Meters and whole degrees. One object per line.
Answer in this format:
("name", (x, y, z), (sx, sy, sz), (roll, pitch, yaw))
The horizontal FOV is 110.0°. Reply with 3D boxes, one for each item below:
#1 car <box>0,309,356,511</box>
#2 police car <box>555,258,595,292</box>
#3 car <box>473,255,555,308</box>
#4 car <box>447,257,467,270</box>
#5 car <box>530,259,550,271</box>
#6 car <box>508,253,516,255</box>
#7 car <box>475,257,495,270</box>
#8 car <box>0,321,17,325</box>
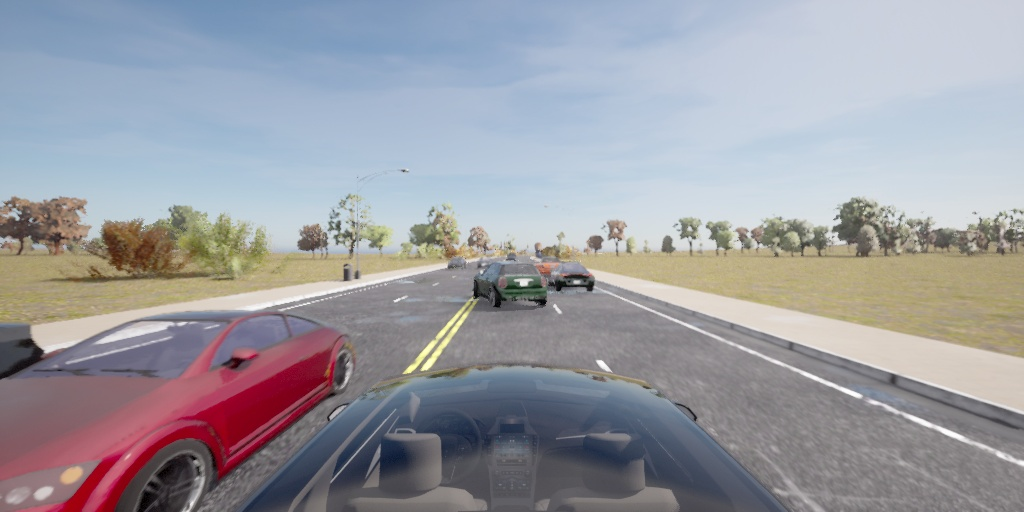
("car", (-3.349, 1.297, 3.732), (1.994, 1.385, 4.181), (0, 0, 0))
("police car", (3.243, 1.097, 20.272), (2.038, 1.542, 4.974), (0, 0, 0))
("car", (-0.214, 0.990, 14.921), (2.097, 1.767, 4.553), (0, 0, -18))
("car", (-6.596, 0.894, 43.358), (1.837, 1.490, 4.892), (0, 1, 0))
("car", (3.234, 1.002, 42.302), (1.895, 1.301, 4.718), (0, 0, 0))
("car", (0.016, 0.707, 64.722), (1.837, 1.490, 4.892), (0, 0, 1))
("car", (-3.347, 0.865, 45.266), (2.128, 1.511, 4.902), (0, 1, 0))
("car", (-6.599, 1.236, 2.251), (2.128, 1.511, 4.902), (0, 0, 0))
